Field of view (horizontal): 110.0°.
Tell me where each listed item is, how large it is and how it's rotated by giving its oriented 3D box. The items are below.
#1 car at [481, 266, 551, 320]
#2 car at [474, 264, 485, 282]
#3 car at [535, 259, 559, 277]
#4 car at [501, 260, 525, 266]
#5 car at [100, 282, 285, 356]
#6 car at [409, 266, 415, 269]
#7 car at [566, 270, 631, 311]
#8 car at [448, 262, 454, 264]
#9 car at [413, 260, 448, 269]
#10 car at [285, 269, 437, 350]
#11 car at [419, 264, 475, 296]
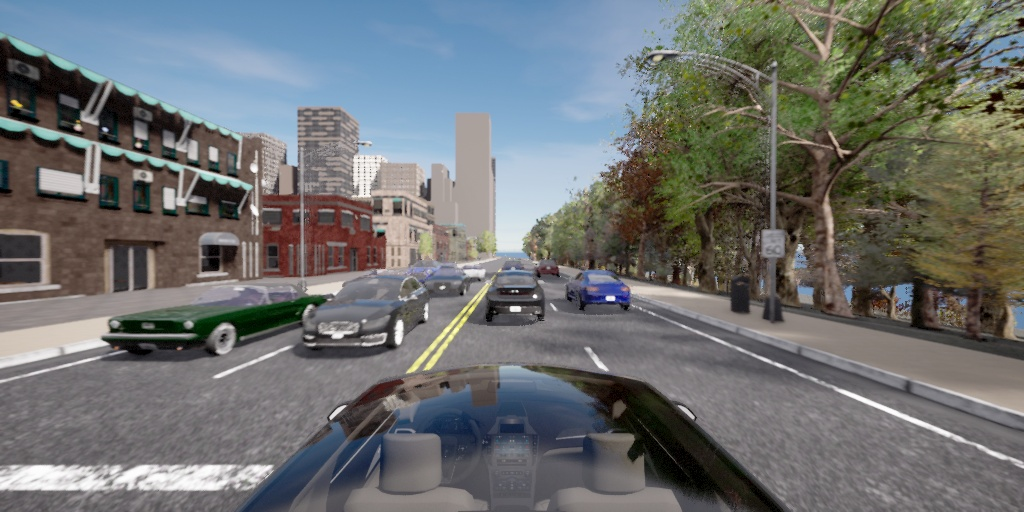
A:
[{"bbox_3d":[0.100,1.256,12.582,1.837,1.490,4.892,0,0,0],"label":"car"},{"bbox_3d":[-3.258,1.354,29.159,1.895,1.301,4.718,0,0,0],"label":"car"},{"bbox_3d":[3.348,1.106,35.084,2.097,1.767,4.553,0,0,0],"label":"car"},{"bbox_3d":[0.098,1.106,33.161,2.097,1.767,4.553,0,0,0],"label":"car"},{"bbox_3d":[-6.591,1.352,8.786,1.895,1.301,4.718,0,0,3],"label":"car"},{"bbox_3d":[-6.579,1.353,17.956,1.895,1.301,4.718,0,0,0],"label":"car"},{"bbox_3d":[3.350,1.277,14.484,1.812,1.442,4.674,0,0,0],"label":"car"},{"bbox_3d":[-6.504,1.318,36.653,1.994,1.385,4.181,0,0,0],"label":"car"},{"bbox_3d":[-6.529,1.105,26.973,2.097,1.767,4.553,0,0,0],"label":"car"},{"bbox_3d":[-3.367,1.256,9.185,1.837,1.490,4.892,0,0,-2],"label":"car"},{"bbox_3d":[-3.327,1.316,19.142,1.994,1.385,4.181,0,0,0],"label":"car"}]
